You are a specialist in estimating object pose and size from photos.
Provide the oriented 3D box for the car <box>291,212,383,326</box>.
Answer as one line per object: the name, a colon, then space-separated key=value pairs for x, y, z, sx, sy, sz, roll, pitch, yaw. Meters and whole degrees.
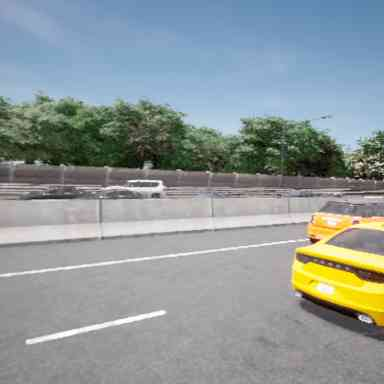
car: x=4.116 y=1.339 z=6.473 sx=5.008 sy=1.535 sz=1.882 roll=0 pitch=3 yaw=-34

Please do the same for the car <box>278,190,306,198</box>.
car: x=11.967 y=0.500 z=36.915 sx=5.357 sy=1.411 sz=2.033 roll=0 pitch=3 yaw=-34

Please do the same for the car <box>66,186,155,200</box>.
car: x=-5.150 y=0.531 z=21.415 sx=4.892 sy=1.490 sz=1.837 roll=0 pitch=2 yaw=-34

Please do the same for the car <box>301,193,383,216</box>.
car: x=6.394 y=1.065 z=12.177 sx=4.553 sy=1.767 sz=2.097 roll=0 pitch=3 yaw=-34

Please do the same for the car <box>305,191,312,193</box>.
car: x=14.193 y=0.721 z=34.196 sx=4.718 sy=1.301 sz=1.895 roll=0 pitch=3 yaw=-34

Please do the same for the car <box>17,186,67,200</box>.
car: x=-9.282 y=0.354 z=22.872 sx=4.892 sy=1.490 sz=1.837 roll=0 pitch=3 yaw=-34

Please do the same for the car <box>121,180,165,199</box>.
car: x=-5.037 y=-0.068 z=29.861 sx=5.566 sy=2.045 sz=2.150 roll=0 pitch=3 yaw=-33

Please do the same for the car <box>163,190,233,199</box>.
car: x=1.151 y=0.760 z=21.403 sx=5.357 sy=1.411 sz=2.033 roll=0 pitch=3 yaw=-33
